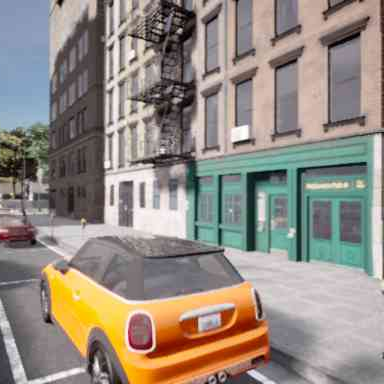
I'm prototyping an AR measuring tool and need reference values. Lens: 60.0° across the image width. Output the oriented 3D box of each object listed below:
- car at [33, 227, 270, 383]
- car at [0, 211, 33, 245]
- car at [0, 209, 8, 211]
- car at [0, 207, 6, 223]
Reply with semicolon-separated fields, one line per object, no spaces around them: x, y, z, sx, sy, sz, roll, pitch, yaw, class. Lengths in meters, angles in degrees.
-0.995;1.443;5.345;2.097;1.767;4.553;1;-1;-34;car
-8.687;1.821;16.138;1.802;1.307;4.206;1;-1;-34;car
-11.863;1.832;20.858;1.752;1.417;4.829;1;-1;-34;car
-17.931;2.021;29.870;1.802;1.307;4.206;1;-1;-34;car
